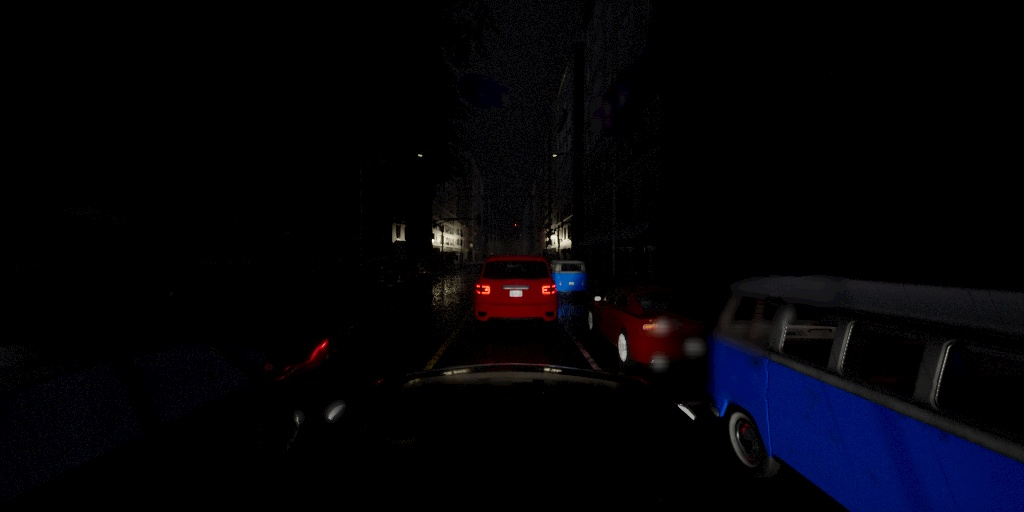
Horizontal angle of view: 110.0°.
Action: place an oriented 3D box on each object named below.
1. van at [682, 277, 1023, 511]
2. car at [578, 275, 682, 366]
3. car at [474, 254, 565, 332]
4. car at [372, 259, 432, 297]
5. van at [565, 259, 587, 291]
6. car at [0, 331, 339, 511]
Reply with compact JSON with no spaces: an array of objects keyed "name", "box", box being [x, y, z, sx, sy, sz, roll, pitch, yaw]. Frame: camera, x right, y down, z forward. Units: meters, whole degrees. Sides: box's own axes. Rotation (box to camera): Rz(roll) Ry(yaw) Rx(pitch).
[{"name":"van","box":[2.856,1.091,2.179,1.690,1.789,3.998,0,0,0]},{"name":"car","box":[2.863,1.294,7.840,1.888,1.381,4.507,0,0,0]},{"name":"car","box":[0.111,0.970,11.061,2.150,2.045,5.566,0,0,0]},{"name":"car","box":[-5.649,1.059,19.131,2.192,1.841,5.009,0,0,0]},{"name":"van","box":[2.876,1.086,19.161,1.690,1.789,3.998,0,0,0]},{"name":"car","box":[-3.100,1.297,2.164,2.033,1.411,5.357,0,0,0]}]
